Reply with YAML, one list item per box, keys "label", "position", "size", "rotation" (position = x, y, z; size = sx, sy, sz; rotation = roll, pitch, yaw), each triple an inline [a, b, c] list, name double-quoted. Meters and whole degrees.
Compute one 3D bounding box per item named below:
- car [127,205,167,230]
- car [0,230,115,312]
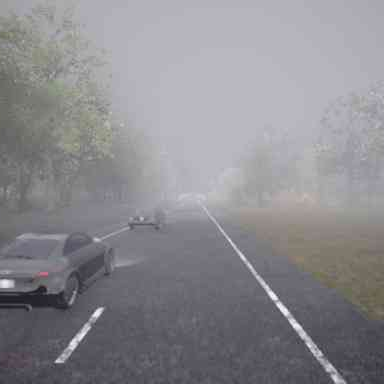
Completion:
- label: "car"
  position: [-2.755, 1.561, 21.365]
  size: [2.033, 1.411, 5.357]
  rotation: [0, 0, 2]
- label: "car"
  position: [-3.203, 1.568, 7.793]
  size: [1.994, 1.385, 4.181]
  rotation: [0, 0, 1]
